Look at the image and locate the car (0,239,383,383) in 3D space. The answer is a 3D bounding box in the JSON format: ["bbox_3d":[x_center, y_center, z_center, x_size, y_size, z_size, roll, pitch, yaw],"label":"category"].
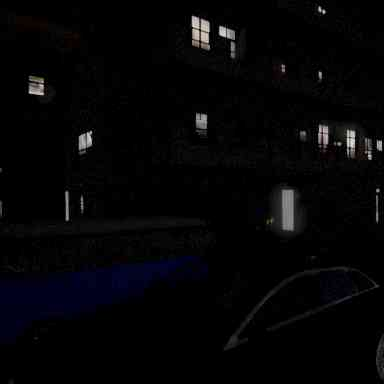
[{"bbox_3d":[0.651,1.491,3.822,4.902,1.511,2.128,0,0,-35],"label":"car"}]

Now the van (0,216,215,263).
[{"bbox_3d":[-1.411,1.341,5.559,3.998,1.788,1.690,0,0,-35],"label":"van"}]
